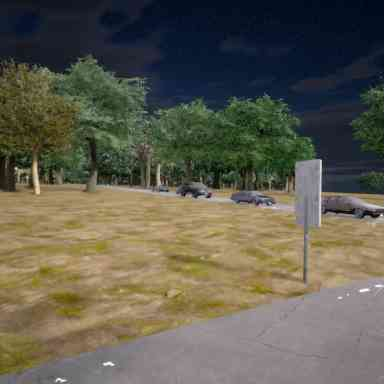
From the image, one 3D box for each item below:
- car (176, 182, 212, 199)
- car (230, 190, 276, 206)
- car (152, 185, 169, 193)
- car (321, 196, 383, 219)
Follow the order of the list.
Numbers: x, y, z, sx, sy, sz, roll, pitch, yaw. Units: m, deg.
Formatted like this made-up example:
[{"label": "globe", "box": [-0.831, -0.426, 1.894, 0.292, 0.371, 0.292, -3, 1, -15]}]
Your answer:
[{"label": "car", "box": [0.478, -0.270, 43.369, 2.150, 2.045, 5.566, 2, 2, -28]}, {"label": "car", "box": [5.985, 0.556, 33.246, 2.033, 1.411, 5.357, 2, 2, -29]}, {"label": "car", "box": [-5.835, -0.662, 61.321, 1.994, 1.385, 4.181, 2, 2, -29]}, {"label": "car", "box": [11.078, 1.010, 23.905, 2.033, 1.411, 5.357, 2, 2, -28]}]
